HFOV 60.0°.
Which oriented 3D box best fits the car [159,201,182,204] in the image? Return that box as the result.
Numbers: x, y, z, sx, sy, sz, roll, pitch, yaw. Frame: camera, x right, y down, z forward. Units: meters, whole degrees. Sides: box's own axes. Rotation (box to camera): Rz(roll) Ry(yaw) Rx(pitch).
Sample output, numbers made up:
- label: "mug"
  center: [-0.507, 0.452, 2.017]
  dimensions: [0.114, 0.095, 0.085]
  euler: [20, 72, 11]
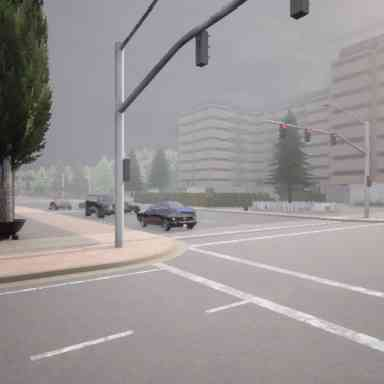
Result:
- label: "car"
  center: [-1.630, 1.478, 26.809]
  dimensions: [1.882, 1.535, 5.008]
  euler: [0, 0, -36]

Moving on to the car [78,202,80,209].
- label: "car"
  center: [-13.214, 1.526, 42.892]
  dimensions: [1.812, 1.442, 4.674]
  euler: [0, 0, -36]

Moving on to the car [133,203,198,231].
- label: "car"
  center: [-1.658, 1.601, 20.816]
  dimensions: [1.895, 1.301, 4.718]
  euler: [0, 0, -35]

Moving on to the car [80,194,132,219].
- label: "car"
  center: [-7.708, 1.224, 29.248]
  dimensions: [2.150, 2.045, 5.566]
  euler: [0, 0, -36]

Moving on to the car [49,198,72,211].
- label: "car"
  center: [-16.282, 1.526, 41.164]
  dimensions: [1.812, 1.442, 4.674]
  euler: [0, 0, -36]
